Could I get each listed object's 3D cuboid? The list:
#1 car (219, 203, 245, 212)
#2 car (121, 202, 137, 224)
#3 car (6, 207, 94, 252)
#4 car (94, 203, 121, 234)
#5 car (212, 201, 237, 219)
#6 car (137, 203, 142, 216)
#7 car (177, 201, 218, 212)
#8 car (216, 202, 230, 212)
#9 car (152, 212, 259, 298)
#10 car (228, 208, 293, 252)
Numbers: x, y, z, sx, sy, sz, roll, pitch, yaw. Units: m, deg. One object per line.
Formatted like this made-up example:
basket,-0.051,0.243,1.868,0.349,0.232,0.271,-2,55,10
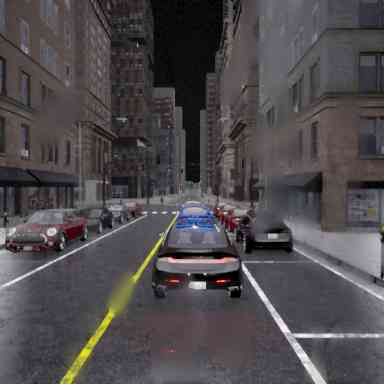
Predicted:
car,2.818,1.542,19.056,1.887,1.381,4.507,-1,0,0
car,-5.687,1.549,24.592,2.008,1.369,4.403,-1,0,0
car,-5.728,1.438,13.582,1.967,1.590,4.097,-1,0,0
car,-5.707,1.564,19.087,1.947,1.339,4.313,-1,0,0
car,2.857,1.543,30.067,1.887,1.381,4.507,-1,0,0
car,-5.668,1.543,30.098,1.887,1.381,4.507,-1,0,0
car,0.163,1.475,17.991,1.882,1.535,5.008,0,0,0
car,2.838,1.543,24.562,1.887,1.381,4.507,-1,0,0
car,0.128,1.490,8.486,2.128,1.511,4.902,0,0,0
car,2.799,1.564,13.552,1.947,1.339,4.313,-1,0,0
